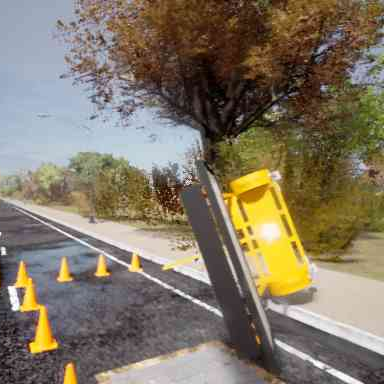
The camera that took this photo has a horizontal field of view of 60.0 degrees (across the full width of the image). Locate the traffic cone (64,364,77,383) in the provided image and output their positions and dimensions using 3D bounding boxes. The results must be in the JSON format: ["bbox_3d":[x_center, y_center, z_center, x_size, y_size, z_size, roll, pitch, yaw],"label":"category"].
[{"bbox_3d":[-1.195,1.989,3.263,0.340,0.580,0.340,0,0,-31],"label":"traffic cone"}]

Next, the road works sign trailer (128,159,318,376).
[{"bbox_3d":[0.529,0.955,5.247,2.880,2.380,3.560,-21,-7,8],"label":"road works sign trailer"}]

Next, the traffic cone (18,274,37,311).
[{"bbox_3d":[-3.251,2.035,6.694,0.340,0.580,0.340,0,0,-31],"label":"traffic cone"}]

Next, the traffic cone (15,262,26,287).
[{"bbox_3d":[-4.279,2.057,8.409,0.340,0.580,0.340,0,0,-31],"label":"traffic cone"}]

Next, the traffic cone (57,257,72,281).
[{"bbox_3d":[-3.422,2.051,8.923,0.340,0.580,0.340,0,0,-31],"label":"traffic cone"}]

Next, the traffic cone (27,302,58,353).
[{"bbox_3d":[-2.223,2.012,4.978,0.340,0.580,0.340,0,0,-31],"label":"traffic cone"}]
